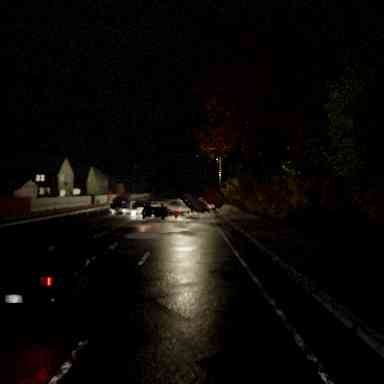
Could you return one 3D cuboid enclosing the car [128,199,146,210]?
[{"bbox_3d":[-6.576,1.625,43.221,1.895,1.301,4.718,0,0,0],"label":"car"}]

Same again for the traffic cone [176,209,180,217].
[{"bbox_3d":[-1.370,1.975,28.345,0.340,0.580,0.340,0,0,0],"label":"traffic cone"}]

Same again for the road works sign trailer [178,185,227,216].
[{"bbox_3d":[0.651,1.078,29.502,3.560,2.880,2.380,4,37,-50],"label":"road works sign trailer"}]

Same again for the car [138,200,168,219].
[{"bbox_3d":[-3.140,1.620,28.912,1.895,1.301,4.718,0,0,0],"label":"car"}]

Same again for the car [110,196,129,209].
[{"bbox_3d":[-9.812,1.375,45.747,2.097,1.767,4.553,0,0,0],"label":"car"}]

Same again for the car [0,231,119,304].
[{"bbox_3d":[-3.146,1.608,8.118,1.895,1.301,4.718,0,0,0],"label":"car"}]
